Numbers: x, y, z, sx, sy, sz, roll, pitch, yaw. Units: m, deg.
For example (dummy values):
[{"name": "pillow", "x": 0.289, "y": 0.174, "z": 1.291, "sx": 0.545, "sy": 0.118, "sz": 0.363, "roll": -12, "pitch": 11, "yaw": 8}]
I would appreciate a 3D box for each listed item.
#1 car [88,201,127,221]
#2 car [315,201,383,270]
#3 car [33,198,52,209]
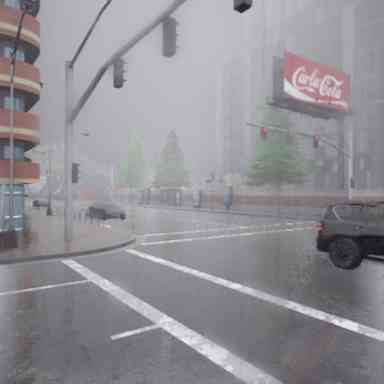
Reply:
[{"name": "car", "x": -7.071, "y": 1.569, "z": 27.472, "sx": 1.837, "sy": 1.490, "sz": 4.892, "roll": 0, "pitch": 0, "yaw": -36}, {"name": "car", "x": 6.179, "y": 1.287, "z": 9.125, "sx": 2.150, "sy": 2.045, "sz": 5.566, "roll": 0, "pitch": 0, "yaw": -36}, {"name": "car", "x": -21.214, "y": 1.522, "z": 47.087, "sx": 1.812, "sy": 1.442, "sz": 4.674, "roll": 0, "pitch": 0, "yaw": -36}]
